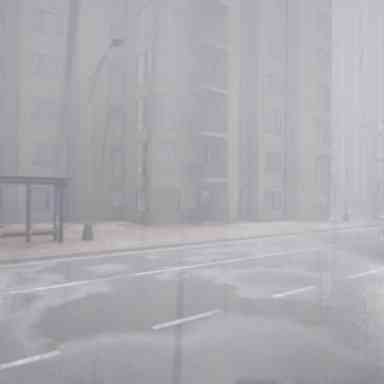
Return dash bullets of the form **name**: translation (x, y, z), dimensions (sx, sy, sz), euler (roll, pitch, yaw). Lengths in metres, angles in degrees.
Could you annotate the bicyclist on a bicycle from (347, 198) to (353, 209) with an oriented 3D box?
- **bicyclist on a bicycle**: translation (25.071, 1.854, 52.843), dimensions (1.656, 1.620, 0.582), euler (0, 0, -35)
